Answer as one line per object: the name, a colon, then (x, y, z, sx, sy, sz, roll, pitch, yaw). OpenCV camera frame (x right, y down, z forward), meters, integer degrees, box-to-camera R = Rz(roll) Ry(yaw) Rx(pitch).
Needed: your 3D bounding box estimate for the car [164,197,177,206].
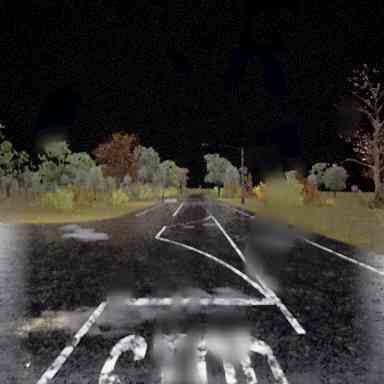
car: (-3.456, 1.515, 53.810, 1.895, 1.301, 4.718, 0, 0, 0)
